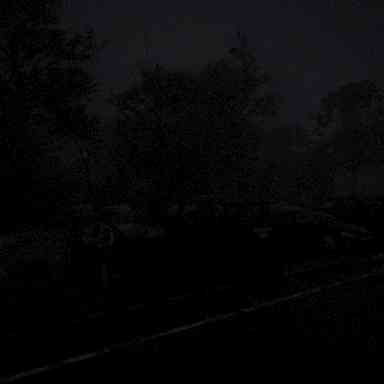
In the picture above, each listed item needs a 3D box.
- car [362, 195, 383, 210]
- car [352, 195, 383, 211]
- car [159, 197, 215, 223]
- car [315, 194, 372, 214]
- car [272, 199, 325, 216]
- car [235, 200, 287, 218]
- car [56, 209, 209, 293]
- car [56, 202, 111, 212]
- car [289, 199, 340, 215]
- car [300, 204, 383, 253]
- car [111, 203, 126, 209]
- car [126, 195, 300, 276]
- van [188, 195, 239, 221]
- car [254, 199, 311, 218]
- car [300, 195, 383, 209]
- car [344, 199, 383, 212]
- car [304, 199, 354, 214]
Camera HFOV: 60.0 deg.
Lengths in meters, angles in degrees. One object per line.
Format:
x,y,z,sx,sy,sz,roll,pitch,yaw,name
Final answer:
26.622,1.404,45.484,2.435,2.045,5.566,1,0,-36,car
24.457,1.383,43.935,2.435,2.045,5.566,1,0,-36,car
-0.466,1.348,26.124,2.185,1.767,4.553,0,0,-36,car
17.660,1.327,39.077,2.435,2.045,5.566,0,0,-36,car
10.850,1.537,34.236,2.097,1.535,5.008,0,0,-36,car
6.315,1.550,31.000,2.002,1.452,4.674,0,0,-36,car
-1.984,1.461,9.014,2.231,1.521,4.892,0,0,-35,car
-7.292,1.458,21.305,2.097,1.535,5.008,0,0,-35,car
13.130,1.580,35.836,2.163,1.488,4.792,0,0,-36,car
4.855,1.465,13.900,2.231,1.521,4.892,0,0,-35,car
-5.020,1.501,22.919,2.002,1.452,4.674,0,0,-35,car
0.277,1.207,10.666,2.435,2.045,5.566,0,0,-35,car
1.713,1.258,27.859,1.878,1.987,4.442,0,0,-35,van
8.688,1.520,32.470,1.946,1.575,5.366,0,0,-36,car
7.127,1.223,15.547,2.435,2.045,5.566,0,0,-35,car
22.075,1.653,42.265,2.002,1.452,4.674,0,0,-36,car
15.361,1.593,37.503,2.163,1.488,4.792,0,0,-36,car
